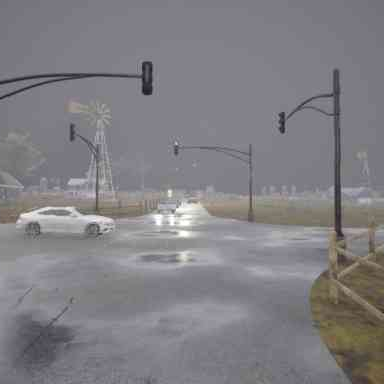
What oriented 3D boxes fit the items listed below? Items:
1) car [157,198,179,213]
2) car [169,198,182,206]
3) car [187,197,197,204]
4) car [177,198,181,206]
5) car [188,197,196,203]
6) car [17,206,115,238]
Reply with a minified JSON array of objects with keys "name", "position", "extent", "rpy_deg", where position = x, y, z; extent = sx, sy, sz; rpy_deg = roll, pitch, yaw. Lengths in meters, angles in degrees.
[{"name":"car","position":[-2.865,1.690,38.199],"extent":[1.895,1.301,4.718],"rpy_deg":[0,0,0]},{"name":"car","position":[-2.843,1.745,59.146],"extent":[2.033,1.411,5.357],"rpy_deg":[0,0,0]},{"name":"car","position":[0.057,1.787,69.151],"extent":[1.812,1.442,4.674],"rpy_deg":[0,0,0]},{"name":"car","position":[-2.859,1.643,48.582],"extent":[1.837,1.490,4.892],"rpy_deg":[0,0,0]},{"name":"car","position":[-0.041,1.859,79.163],"extent":[1.812,1.442,4.674],"rpy_deg":[0,0,0]},{"name":"car","position":[-6.276,1.463,16.769],"extent":[4.674,1.442,1.812],"rpy_deg":[1,-1,0]}]
